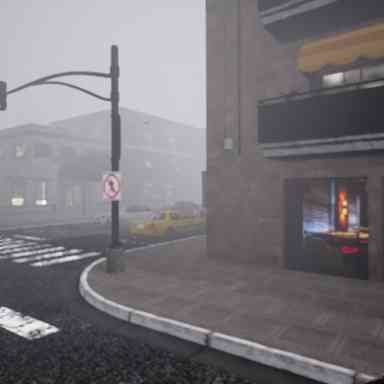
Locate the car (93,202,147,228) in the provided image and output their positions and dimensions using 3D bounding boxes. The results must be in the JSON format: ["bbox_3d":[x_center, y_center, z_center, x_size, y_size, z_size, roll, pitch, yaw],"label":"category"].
[{"bbox_3d":[-4.199,1.578,22.198,1.895,1.301,4.718,0,0,36],"label":"car"}]

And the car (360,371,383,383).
[{"bbox_3d":[2.515,1.430,1.080,4.097,1.590,1.967,0,0,35],"label":"car"}]

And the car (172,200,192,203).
[{"bbox_3d":[-1.162,1.473,30.801,1.887,1.381,4.507,0,1,36],"label":"car"}]

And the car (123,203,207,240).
[{"bbox_3d":[-0.956,1.493,16.791,1.752,1.417,4.829,0,0,36],"label":"car"}]

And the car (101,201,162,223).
[{"bbox_3d":[-4.602,1.495,26.048,1.752,1.417,4.829,0,1,36],"label":"car"}]

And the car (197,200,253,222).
[{"bbox_3d":[2.741,1.457,26.494,2.033,1.411,5.357,0,0,36],"label":"car"}]
